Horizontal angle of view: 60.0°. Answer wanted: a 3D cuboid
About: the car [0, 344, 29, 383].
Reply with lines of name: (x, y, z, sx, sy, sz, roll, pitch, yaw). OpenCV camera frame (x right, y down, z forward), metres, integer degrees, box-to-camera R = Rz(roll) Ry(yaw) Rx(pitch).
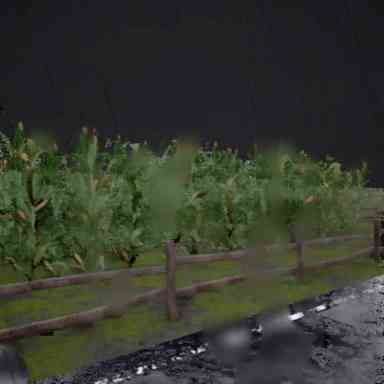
car: (-3.064, 1.514, 0.875, 4.892, 1.490, 1.837, 0, 0, -35)
